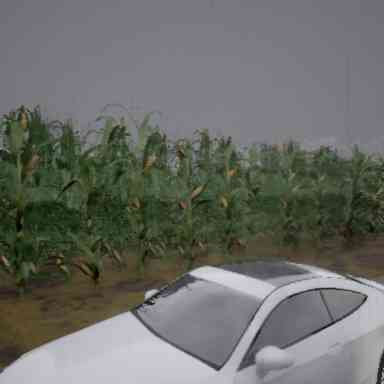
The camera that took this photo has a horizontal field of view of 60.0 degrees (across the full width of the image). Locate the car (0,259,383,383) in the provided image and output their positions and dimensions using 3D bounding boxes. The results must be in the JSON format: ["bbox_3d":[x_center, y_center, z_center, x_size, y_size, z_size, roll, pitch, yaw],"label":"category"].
[{"bbox_3d":[0.512,1.524,3.422,4.674,1.442,1.812,0,0,-35],"label":"car"}]
